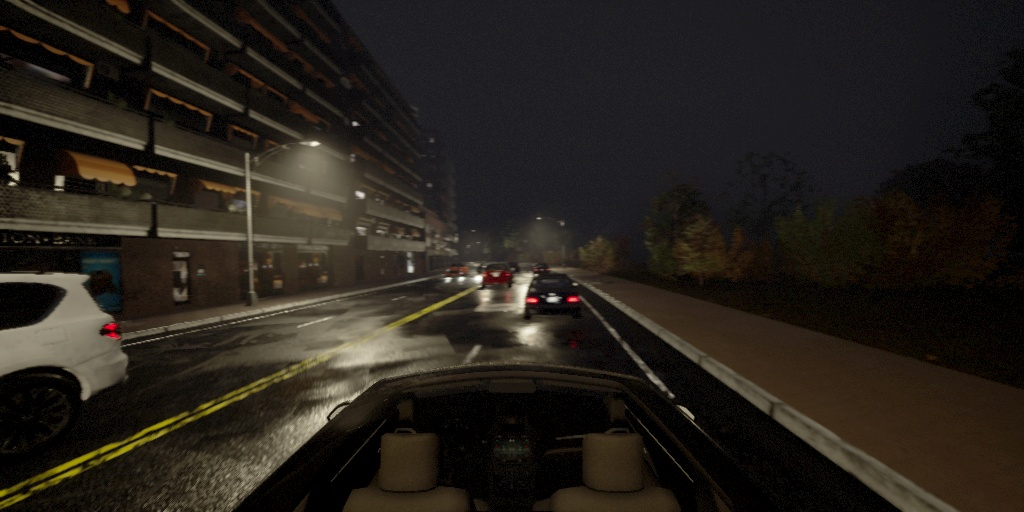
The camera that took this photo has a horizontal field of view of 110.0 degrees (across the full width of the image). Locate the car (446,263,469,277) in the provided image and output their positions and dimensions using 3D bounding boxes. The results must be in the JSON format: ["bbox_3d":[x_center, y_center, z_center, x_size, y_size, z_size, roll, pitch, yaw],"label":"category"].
[{"bbox_3d":[-6.648,1.602,43.628,2.097,1.767,4.553,-2,0,2],"label":"car"}]

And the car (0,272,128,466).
[{"bbox_3d":[-6.403,1.199,2.438,2.150,2.045,5.566,-2,0,6],"label":"car"}]

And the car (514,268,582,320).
[{"bbox_3d":[1.392,1.322,12.857,2.033,1.411,5.357,-2,0,5],"label":"car"}]

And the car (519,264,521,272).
[{"bbox_3d":[0.069,1.500,45.234,1.882,1.535,5.008,-2,0,2],"label":"car"}]

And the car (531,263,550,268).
[{"bbox_3d":[3.057,1.418,37.668,2.033,1.411,5.357,-2,0,3],"label":"car"}]

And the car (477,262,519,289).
[{"bbox_3d":[-0.898,1.285,25.517,2.097,1.767,4.553,-2,0,4],"label":"car"}]
